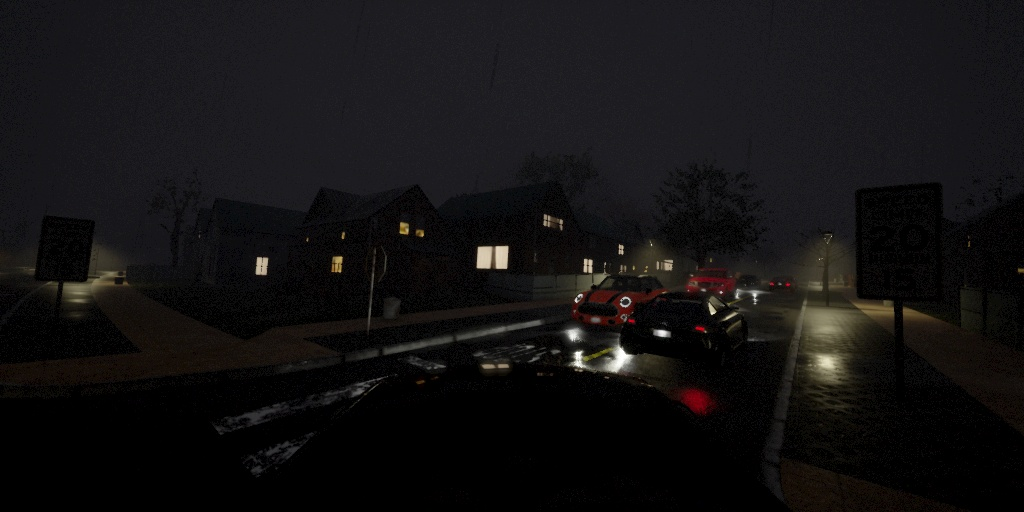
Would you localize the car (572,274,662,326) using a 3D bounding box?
[{"bbox_3d":[4.009,1.452,12.721,2.097,1.767,4.553,0,-2,40],"label":"car"}]

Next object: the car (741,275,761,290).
[{"bbox_3d":[24.274,2.685,36.800,1.837,1.490,4.892,0,-3,40],"label":"car"}]

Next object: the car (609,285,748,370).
[{"bbox_3d":[4.208,1.545,8.515,1.994,1.385,4.181,0,-2,40],"label":"car"}]

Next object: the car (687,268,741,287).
[{"bbox_3d":[13.443,1.826,23.992,2.150,2.045,5.566,0,-2,40],"label":"car"}]

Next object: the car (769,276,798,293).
[{"bbox_3d":[25.736,2.673,34.150,2.033,1.411,5.357,0,-2,40],"label":"car"}]
